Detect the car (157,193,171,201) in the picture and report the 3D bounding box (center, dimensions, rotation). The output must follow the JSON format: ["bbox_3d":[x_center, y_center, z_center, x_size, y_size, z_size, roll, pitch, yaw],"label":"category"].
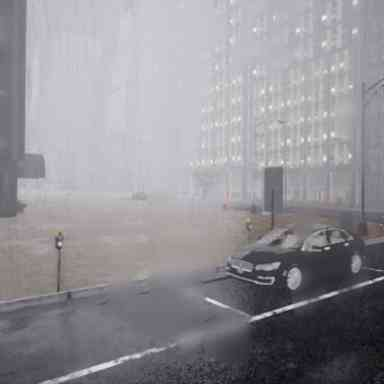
[{"bbox_3d":[-5.173,0.775,53.864,1.994,1.385,4.181,1,0,-34],"label":"car"}]

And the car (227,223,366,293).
[{"bbox_3d":[2.874,1.541,8.758,4.403,1.369,2.008,0,1,-35],"label":"car"}]

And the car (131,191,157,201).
[{"bbox_3d":[-7.953,0.670,52.173,2.128,1.511,4.902,1,1,-34],"label":"car"}]
